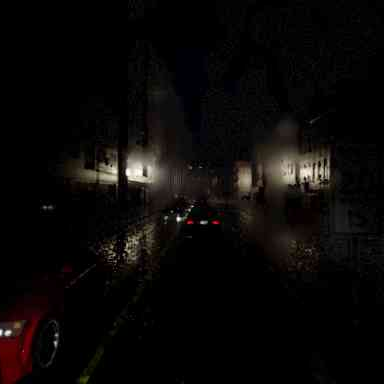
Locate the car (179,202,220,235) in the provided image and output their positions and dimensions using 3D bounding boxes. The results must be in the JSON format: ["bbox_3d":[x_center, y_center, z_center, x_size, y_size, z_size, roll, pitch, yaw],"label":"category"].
[{"bbox_3d":[0.591,1.528,18.606,2.033,1.411,5.357,0,0,2],"label":"car"}]

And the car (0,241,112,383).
[{"bbox_3d":[-2.732,1.542,5.434,1.994,1.385,4.181,0,0,2],"label":"car"}]

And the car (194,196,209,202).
[{"bbox_3d":[1.406,1.301,47.761,2.097,1.767,4.553,0,0,2],"label":"car"}]

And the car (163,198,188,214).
[{"bbox_3d":[-1.845,1.495,34.443,2.033,1.411,5.357,0,0,2],"label":"car"}]

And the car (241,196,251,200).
[{"bbox_3d":[15.753,1.667,91.493,4.313,1.339,1.947,1,0,1],"label":"car"}]
